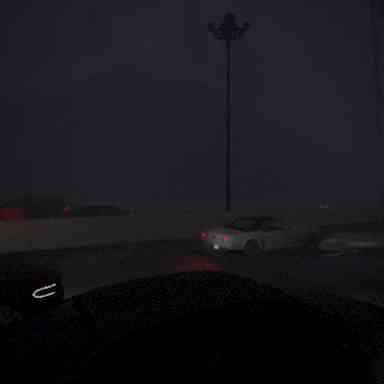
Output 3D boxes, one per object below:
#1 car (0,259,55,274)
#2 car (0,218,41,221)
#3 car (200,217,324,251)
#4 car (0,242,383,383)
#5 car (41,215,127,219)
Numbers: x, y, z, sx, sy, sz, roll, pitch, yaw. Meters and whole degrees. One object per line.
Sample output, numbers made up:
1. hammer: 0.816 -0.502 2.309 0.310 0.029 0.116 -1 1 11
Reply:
1. car: -4.532 1.478 4.785 5.008 1.535 1.882 0 0 -26
2. car: -10.802 1.220 21.399 5.566 2.045 2.150 0 0 -27
3. car: 2.754 1.597 12.576 4.718 1.301 1.895 0 0 -29
4. car: 0.154 1.546 3.189 5.357 1.411 2.033 0 0 -28
5. car: -6.131 1.502 19.913 4.892 1.490 1.837 0 0 -28
